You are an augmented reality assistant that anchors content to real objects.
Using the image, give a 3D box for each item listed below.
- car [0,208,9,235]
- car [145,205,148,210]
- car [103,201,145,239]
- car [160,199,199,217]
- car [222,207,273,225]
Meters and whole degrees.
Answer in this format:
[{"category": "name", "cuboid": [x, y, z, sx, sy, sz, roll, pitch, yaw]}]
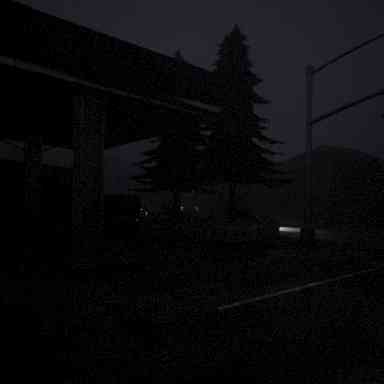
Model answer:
[{"category": "car", "cuboid": [-11.636, 1.520, 18.492, 2.242, 1.667, 4.611, 1, 0, -36]}, {"category": "car", "cuboid": [-7.460, 1.661, 41.345, 2.033, 1.411, 5.357, 1, 0, -35]}, {"category": "car", "cuboid": [-4.505, 1.445, 18.311, 1.905, 1.878, 3.866, 1, 0, -36]}, {"category": "car", "cuboid": [-1.309, 1.537, 32.682, 2.097, 1.767, 4.553, 1, 0, -36]}, {"category": "car", "cuboid": [4.112, 1.812, 25.044, 1.994, 1.385, 4.181, 1, 0, -35]}]
